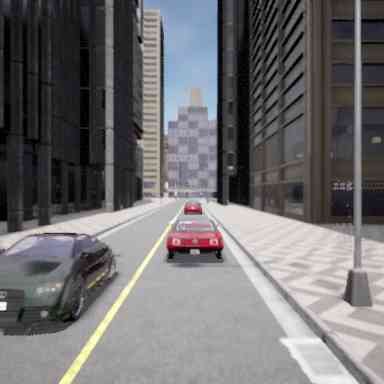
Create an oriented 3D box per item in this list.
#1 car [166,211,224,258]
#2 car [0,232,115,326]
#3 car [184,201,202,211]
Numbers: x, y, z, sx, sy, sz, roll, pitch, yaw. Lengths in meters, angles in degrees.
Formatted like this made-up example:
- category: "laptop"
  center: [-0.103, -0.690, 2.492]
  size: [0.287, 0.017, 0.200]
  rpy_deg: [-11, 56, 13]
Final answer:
- category: "car"
  center: [0.102, 1.633, 12.889]
  size: [1.895, 1.301, 4.718]
  rpy_deg: [0, 0, 0]
- category: "car"
  center: [-2.999, 1.581, 7.126]
  size: [1.994, 1.385, 4.181]
  rpy_deg: [0, 0, 0]
- category: "car"
  center: [0.108, 1.689, 38.082]
  size: [1.994, 1.385, 4.181]
  rpy_deg: [0, 0, 0]
